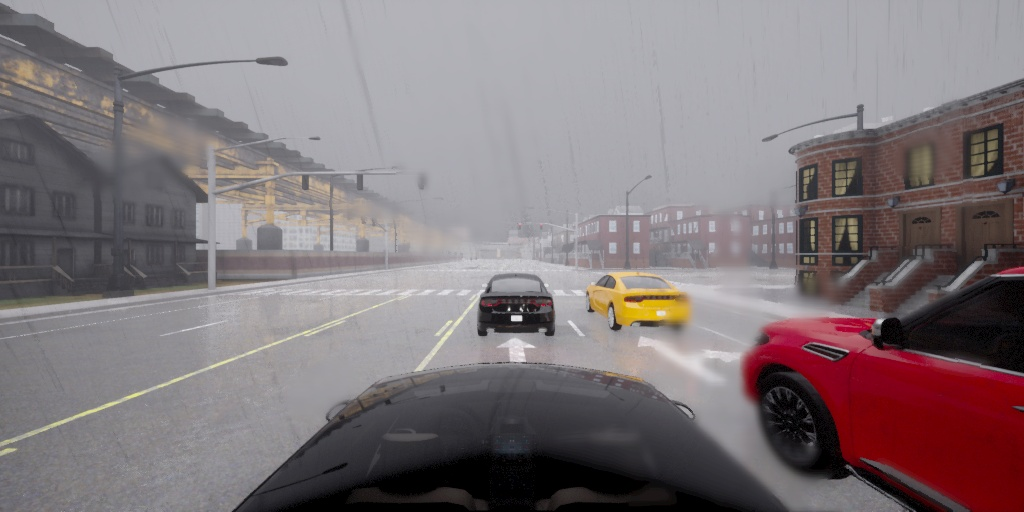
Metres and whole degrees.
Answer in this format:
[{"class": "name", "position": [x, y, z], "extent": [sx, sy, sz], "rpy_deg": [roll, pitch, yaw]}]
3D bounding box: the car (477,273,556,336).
[{"class": "car", "position": [0.102, 1.228, 10.392], "extent": [1.882, 1.535, 5.008], "rpy_deg": [0, 0, 0]}]

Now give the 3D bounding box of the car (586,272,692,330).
[{"class": "car", "position": [3.604, 1.228, 11.097], "extent": [1.882, 1.535, 5.008], "rpy_deg": [0, 0, 0]}]

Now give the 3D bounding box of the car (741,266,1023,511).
[{"class": "car", "position": [3.598, 0.971, 1.572], "extent": [2.150, 2.045, 5.566], "rpy_deg": [0, 0, 0]}]
